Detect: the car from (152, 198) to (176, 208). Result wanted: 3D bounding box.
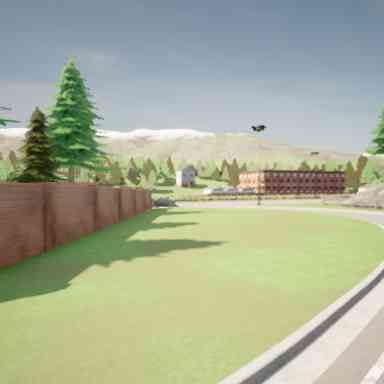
[{"bbox_3d":[-4.504,1.591,49.323,4.181,1.385,1.994,-1,0,5],"label":"car"}]
